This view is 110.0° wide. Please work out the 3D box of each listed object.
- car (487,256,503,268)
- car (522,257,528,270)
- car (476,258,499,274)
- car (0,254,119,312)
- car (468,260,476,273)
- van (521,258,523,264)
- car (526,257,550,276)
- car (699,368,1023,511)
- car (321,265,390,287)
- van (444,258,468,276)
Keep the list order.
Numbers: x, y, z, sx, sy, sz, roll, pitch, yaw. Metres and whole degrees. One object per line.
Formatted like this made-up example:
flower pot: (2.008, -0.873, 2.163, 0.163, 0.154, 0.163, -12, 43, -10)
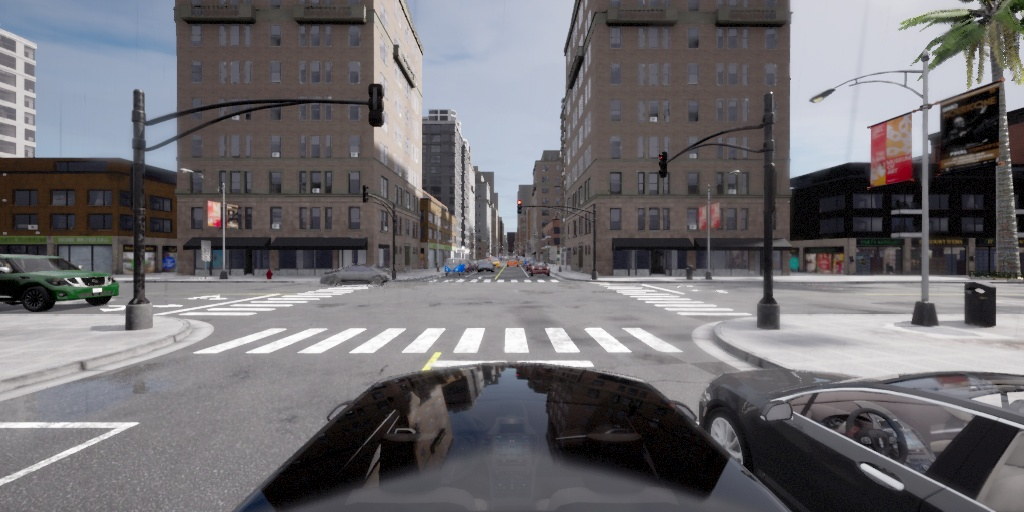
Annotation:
car: (-2.958, 1.231, 59.091, 1.882, 1.535, 5.008, 0, 0, 0)
car: (2.768, 1.193, 47.781, 1.967, 1.591, 4.097, 0, 0, 0)
car: (-3.013, 1.300, 42.448, 2.033, 1.411, 5.357, 0, 0, 0)
car: (-18.522, 0.949, 13.607, 5.566, 2.045, 2.150, 0, 0, 0)
car: (-5.771, 1.192, 42.129, 1.967, 1.591, 4.097, 0, 0, 0)
van: (2.795, 1.094, 59.119, 1.690, 1.789, 3.998, 0, 0, 0)
car: (2.741, 1.192, 36.442, 1.967, 1.591, 4.097, 0, 0, 0)
car: (2.668, 1.300, 1.793, 2.007, 1.370, 4.403, 0, 0, 0)
car: (-10.328, 1.294, 23.898, 4.181, 1.385, 1.994, 0, 0, -11)
van: (-5.785, 1.093, 36.461, 1.690, 1.789, 3.998, 0, 0, 0)
